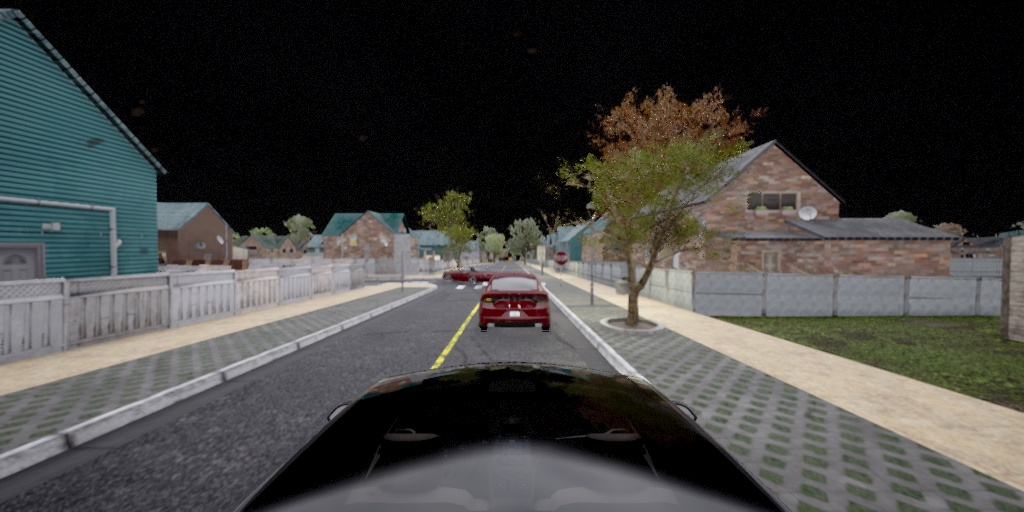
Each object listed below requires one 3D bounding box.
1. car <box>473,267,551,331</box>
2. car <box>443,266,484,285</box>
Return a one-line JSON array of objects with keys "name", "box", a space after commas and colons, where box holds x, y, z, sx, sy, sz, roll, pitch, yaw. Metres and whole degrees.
[{"name": "car", "box": [0.072, 1.244, 11.130, 1.882, 1.535, 5.008, 0, 0, 0]}, {"name": "car", "box": [-3.105, 1.403, 26.619, 4.718, 1.301, 1.895, 0, 0, 44]}]
